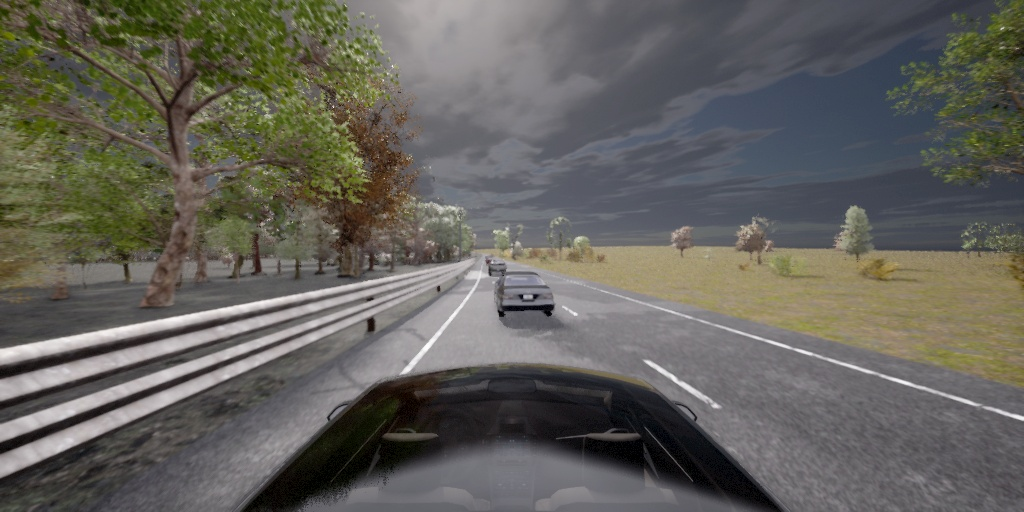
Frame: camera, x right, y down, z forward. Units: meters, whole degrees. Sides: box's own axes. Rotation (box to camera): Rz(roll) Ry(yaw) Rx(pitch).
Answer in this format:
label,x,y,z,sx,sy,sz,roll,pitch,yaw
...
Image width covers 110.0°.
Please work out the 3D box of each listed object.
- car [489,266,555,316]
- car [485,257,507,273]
label,x,y,z,sx,sy,sz,roll,pitch,yaw
car,0.298,1.270,13.247,2.033,1.411,5.357,0,0,-4
car,-1.516,1.144,37.179,2.128,1.511,4.902,0,0,-4
